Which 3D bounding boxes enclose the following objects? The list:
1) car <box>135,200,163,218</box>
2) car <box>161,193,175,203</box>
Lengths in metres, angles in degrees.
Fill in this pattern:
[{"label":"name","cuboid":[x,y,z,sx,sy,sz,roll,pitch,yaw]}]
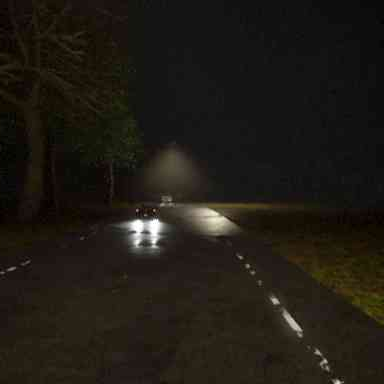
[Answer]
[{"label":"car","cuboid":[-3.966,1.648,30.315,1.895,1.301,4.718,0,0,-1]},{"label":"car","cuboid":[-5.406,1.334,71.765,2.150,2.045,5.566,0,0,-3]}]
